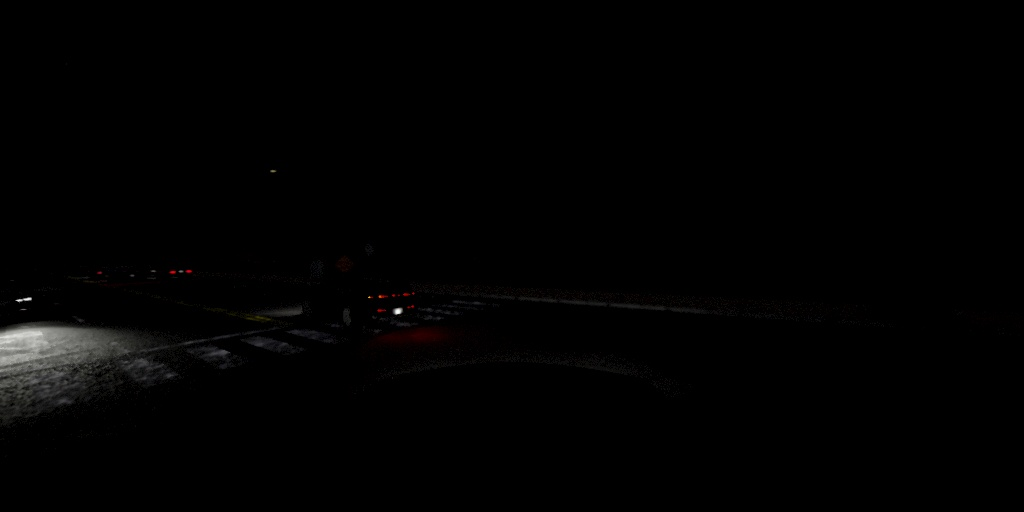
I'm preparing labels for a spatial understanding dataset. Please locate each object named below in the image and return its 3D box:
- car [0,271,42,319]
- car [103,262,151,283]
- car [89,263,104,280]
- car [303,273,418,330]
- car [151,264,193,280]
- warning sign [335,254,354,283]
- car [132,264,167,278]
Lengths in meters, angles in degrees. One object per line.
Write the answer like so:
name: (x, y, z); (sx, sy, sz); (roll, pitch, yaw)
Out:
car: (-18.440, 1.485, 12.703); (4.902, 1.511, 2.128); (-1, 1, 35)
car: (-34.071, 1.522, 31.680); (5.008, 1.535, 1.882); (-1, 1, 36)
car: (-42.700, 1.733, 37.631); (4.718, 1.301, 1.895); (-1, 1, 35)
car: (-4.895, 1.248, 11.298); (4.892, 1.490, 1.837); (0, 0, 42)
car: (-32.818, 1.523, 34.773); (5.357, 1.411, 2.033); (-1, 1, 35)
warning sign: (-10.577, 0.812, 22.717); (1.060, 1.860, 1.300); (0, 0, 35)
car: (-40.480, 1.618, 40.043); (4.181, 1.385, 1.994); (-1, 1, 35)
